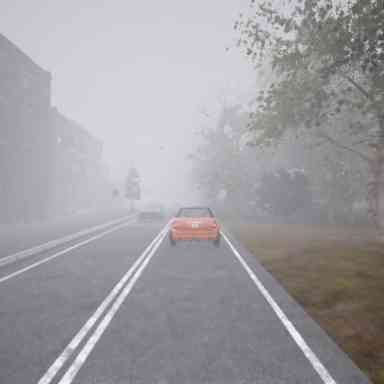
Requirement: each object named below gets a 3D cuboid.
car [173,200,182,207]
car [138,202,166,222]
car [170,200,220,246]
[{"bbox_3d":[-2.982,2.319,68.905,1.812,1.442,4.674,0,-1,0],"label":"car"},{"bbox_3d":[-3.290,1.602,27.854,1.882,1.535,5.008,0,-1,0],"label":"car"},{"bbox_3d":[0.123,1.381,15.539,2.097,1.767,4.553,0,0,0],"label":"car"}]
